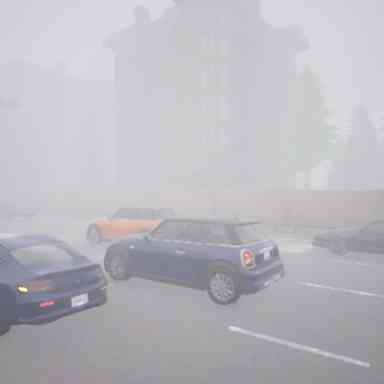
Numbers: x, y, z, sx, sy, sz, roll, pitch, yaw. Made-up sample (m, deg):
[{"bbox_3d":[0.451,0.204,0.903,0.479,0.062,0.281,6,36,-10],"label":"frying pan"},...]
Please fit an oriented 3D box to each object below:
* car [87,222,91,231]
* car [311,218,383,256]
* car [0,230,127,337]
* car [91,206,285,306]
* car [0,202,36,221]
[{"bbox_3d":[-2.461,1.378,14.295,4.553,1.767,2.097,0,0,35],"label":"car"},{"bbox_3d":[7.145,1.628,11.801,5.357,1.411,2.033,0,0,35],"label":"car"},{"bbox_3d":[-3.644,1.523,6.561,4.674,1.442,1.812,0,0,35],"label":"car"},{"bbox_3d":[-0.131,1.376,8.369,4.553,1.767,2.097,0,0,35],"label":"car"},{"bbox_3d":[-15.032,1.528,27.447,5.357,1.411,2.033,0,0,35],"label":"car"}]
